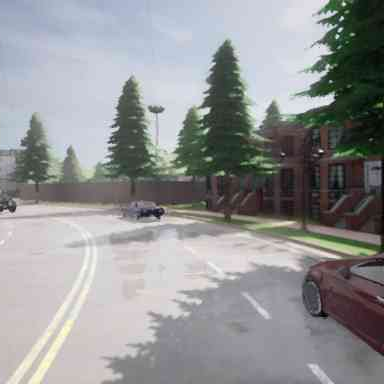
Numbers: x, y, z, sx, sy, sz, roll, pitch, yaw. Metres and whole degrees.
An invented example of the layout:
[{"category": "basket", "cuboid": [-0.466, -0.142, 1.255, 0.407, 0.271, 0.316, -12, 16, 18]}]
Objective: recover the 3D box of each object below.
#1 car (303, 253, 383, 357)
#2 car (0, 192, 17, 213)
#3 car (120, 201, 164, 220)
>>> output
[{"category": "car", "cuboid": [3.122, 1.462, 4.319, 1.812, 1.442, 4.674, 0, 1, -5]}, {"category": "car", "cuboid": [-18.906, 1.001, 32.211, 5.566, 2.045, 2.150, 0, 1, 44]}, {"category": "car", "cuboid": [-3.931, 1.364, 25.275, 1.895, 1.301, 4.718, -1, 1, -31]}]
